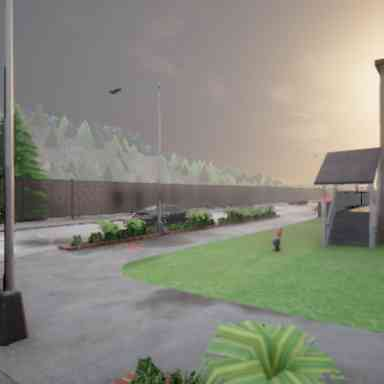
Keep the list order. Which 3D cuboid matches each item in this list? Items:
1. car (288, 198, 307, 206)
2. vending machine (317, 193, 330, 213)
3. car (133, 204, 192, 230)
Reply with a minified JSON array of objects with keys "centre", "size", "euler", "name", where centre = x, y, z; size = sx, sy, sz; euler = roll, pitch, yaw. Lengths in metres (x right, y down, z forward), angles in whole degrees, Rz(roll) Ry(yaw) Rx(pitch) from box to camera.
[{"centre":[17.442,1.609,54.911],"size":[1.895,1.301,4.718],"euler":[0,0,36],"name":"car"},{"centre":[14.314,1.199,36.115],"size":[1.100,2.100,0.880],"euler":[0,0,35],"name":"vending machine"},{"centre":[-1.578,1.513,21.104],"size":[1.837,1.490,4.892],"euler":[0,0,36],"name":"car"}]
